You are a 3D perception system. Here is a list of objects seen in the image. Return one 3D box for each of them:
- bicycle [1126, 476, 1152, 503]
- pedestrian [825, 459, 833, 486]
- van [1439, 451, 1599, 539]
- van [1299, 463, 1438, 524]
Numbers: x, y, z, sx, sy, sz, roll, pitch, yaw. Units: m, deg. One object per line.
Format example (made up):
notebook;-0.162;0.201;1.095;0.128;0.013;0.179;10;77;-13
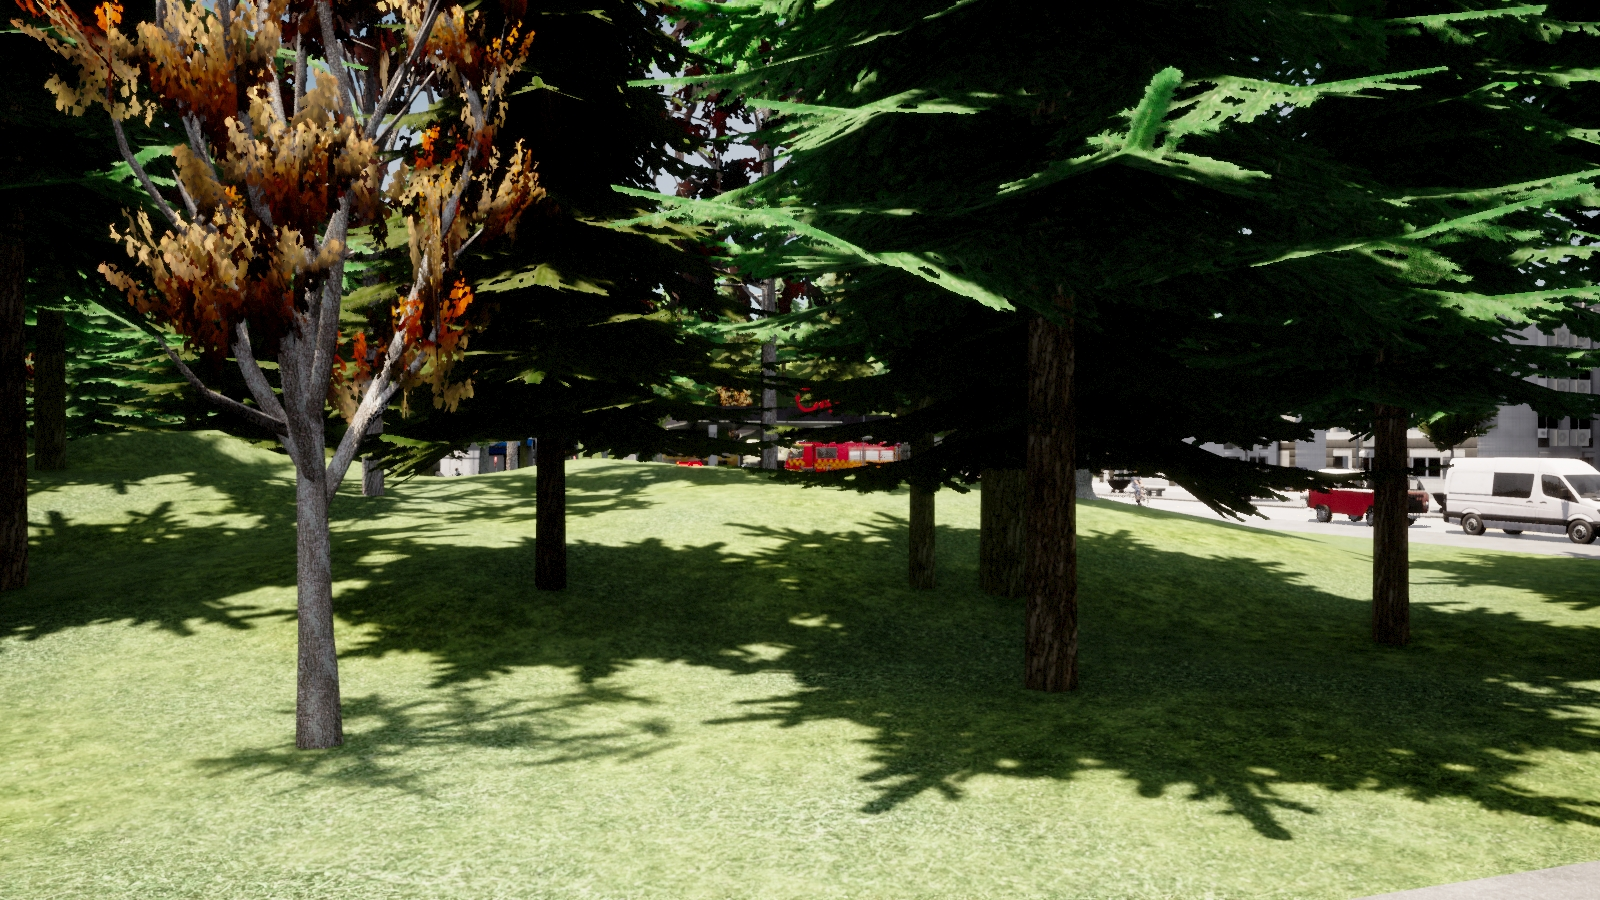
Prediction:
bicycle;16.690;1.936;56.312;0.373;1.296;1.643;0;0;-19
pedestrian;1.960;1.525;77.559;0.375;1.860;0.375;0;0;32
van;23.412;1.314;36.018;1.988;2.561;5.915;0;0;-18
van;21.185;1.555;42.790;2.069;2.038;4.480;0;1;-18
